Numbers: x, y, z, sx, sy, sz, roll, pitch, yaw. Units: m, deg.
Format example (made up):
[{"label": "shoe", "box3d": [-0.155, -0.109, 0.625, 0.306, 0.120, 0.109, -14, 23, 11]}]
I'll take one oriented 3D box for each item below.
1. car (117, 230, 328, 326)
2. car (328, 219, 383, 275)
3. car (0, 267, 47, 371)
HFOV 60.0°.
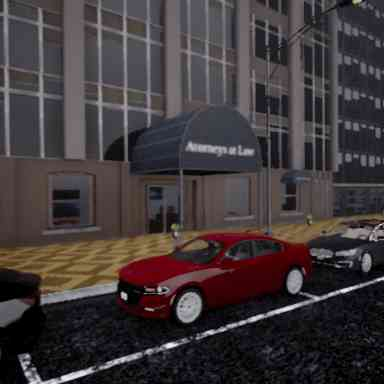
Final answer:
[{"label": "car", "box3d": [0.662, 1.545, 7.042, 4.507, 1.381, 1.887, 0, -1, -36]}, {"label": "car", "box3d": [5.288, 1.552, 10.344, 4.403, 1.369, 2.008, 0, -1, -36]}, {"label": "car", "box3d": [-3.964, 1.565, 3.741, 4.313, 1.339, 1.947, 0, -1, -36]}]
